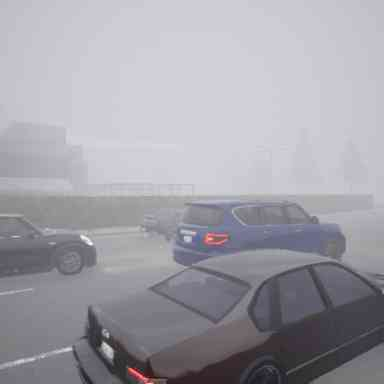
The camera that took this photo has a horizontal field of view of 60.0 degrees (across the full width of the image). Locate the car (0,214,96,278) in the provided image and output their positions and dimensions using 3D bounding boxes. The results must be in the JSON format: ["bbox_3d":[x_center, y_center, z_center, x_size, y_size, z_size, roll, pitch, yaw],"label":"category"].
[{"bbox_3d":[-4.932,1.352,8.827,4.553,1.767,2.097,0,0,-35],"label":"car"}]

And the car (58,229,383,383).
[{"bbox_3d":[1.233,1.547,4.625,5.357,1.411,2.033,0,0,-36],"label":"car"}]

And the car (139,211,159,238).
[{"bbox_3d":[-0.209,1.491,16.493,4.902,1.511,2.128,0,0,-35],"label":"car"}]

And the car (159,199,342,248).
[{"bbox_3d":[2.072,1.221,9.524,5.566,2.045,2.150,0,0,-36],"label":"car"}]
